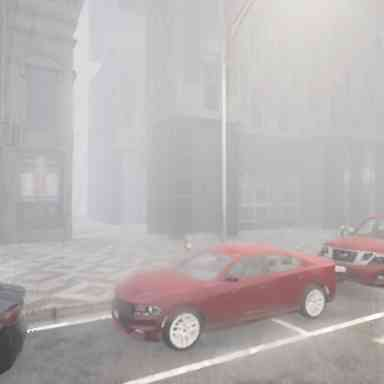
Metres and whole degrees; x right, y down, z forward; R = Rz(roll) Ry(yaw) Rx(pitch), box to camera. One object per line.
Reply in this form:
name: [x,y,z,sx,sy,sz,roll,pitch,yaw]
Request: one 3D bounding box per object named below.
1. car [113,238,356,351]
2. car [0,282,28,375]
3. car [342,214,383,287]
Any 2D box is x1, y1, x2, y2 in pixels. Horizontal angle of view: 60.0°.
car: [0.775,1.702,6.356,4.507,1.381,1.887,1,-1,-29]
car: [-4.172,1.676,3.654,4.313,1.339,1.947,1,-1,-29]
car: [5.721,1.519,9.063,5.009,1.841,2.192,1,-1,-29]
